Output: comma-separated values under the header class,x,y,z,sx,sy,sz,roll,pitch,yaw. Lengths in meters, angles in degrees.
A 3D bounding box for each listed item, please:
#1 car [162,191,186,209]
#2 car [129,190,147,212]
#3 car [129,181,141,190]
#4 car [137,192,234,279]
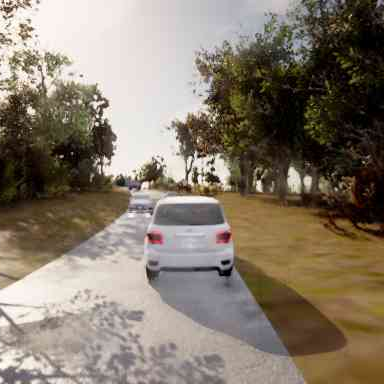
class,x,y,z,sx,sy,sz,roll,pitch,yaw
car,-1.896,0.708,33.080,2.033,1.411,5.357,0,3,-7
car,-4.375,0.857,28.700,1.812,1.442,4.674,1,3,-6
car,-11.737,-1.295,68.490,2.150,2.045,5.566,1,2,-15
car,-0.128,1.136,10.013,2.150,2.045,5.566,0,1,-2
